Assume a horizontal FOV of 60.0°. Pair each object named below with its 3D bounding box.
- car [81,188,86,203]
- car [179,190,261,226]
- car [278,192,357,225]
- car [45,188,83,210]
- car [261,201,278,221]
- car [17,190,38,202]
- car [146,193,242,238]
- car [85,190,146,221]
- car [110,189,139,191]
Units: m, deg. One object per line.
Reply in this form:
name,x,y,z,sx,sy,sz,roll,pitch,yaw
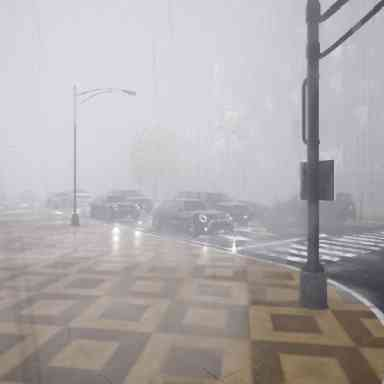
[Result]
car,-13.409,0.521,38.728,2.150,2.045,5.566,0,1,-38
car,1.141,0.951,20.205,2.150,2.045,5.566,0,1,-40
car,8.034,0.992,22.346,2.150,2.045,5.566,0,1,-38
car,-12.845,0.748,32.738,2.097,1.767,4.553,0,1,-38
car,3.305,1.234,23.069,1.812,1.442,4.674,0,1,-38
car,-22.165,0.444,44.745,1.812,1.442,4.674,0,1,-38
car,-0.051,1.124,16.510,2.097,1.767,4.553,0,1,-38
car,-5.464,0.965,23.355,2.097,1.767,4.553,0,1,-38
car,-5.481,0.754,28.629,2.150,2.045,5.566,0,1,-38
